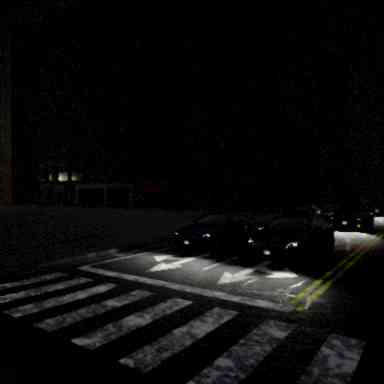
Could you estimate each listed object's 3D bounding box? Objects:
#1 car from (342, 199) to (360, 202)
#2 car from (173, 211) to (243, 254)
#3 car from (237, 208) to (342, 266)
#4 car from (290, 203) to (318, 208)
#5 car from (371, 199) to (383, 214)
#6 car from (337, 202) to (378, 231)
[{"bbox_3d":[17.149,1.457,35.972,2.033,1.411,5.357,-1,0,36],"label":"car"},{"bbox_3d":[1.165,1.526,13.829,1.812,1.442,4.674,-1,0,36],"label":"car"},{"bbox_3d":[3.608,1.495,11.639,1.812,1.442,4.674,-1,0,37],"label":"car"},{"bbox_3d":[7.533,1.488,22.670,1.812,1.442,4.674,-1,0,36],"label":"car"},{"bbox_3d":[17.526,1.379,30.962,2.128,1.511,4.902,-1,0,36],"label":"car"},{"bbox_3d":[9.525,1.498,19.859,1.994,1.385,4.181,-1,0,36],"label":"car"}]
